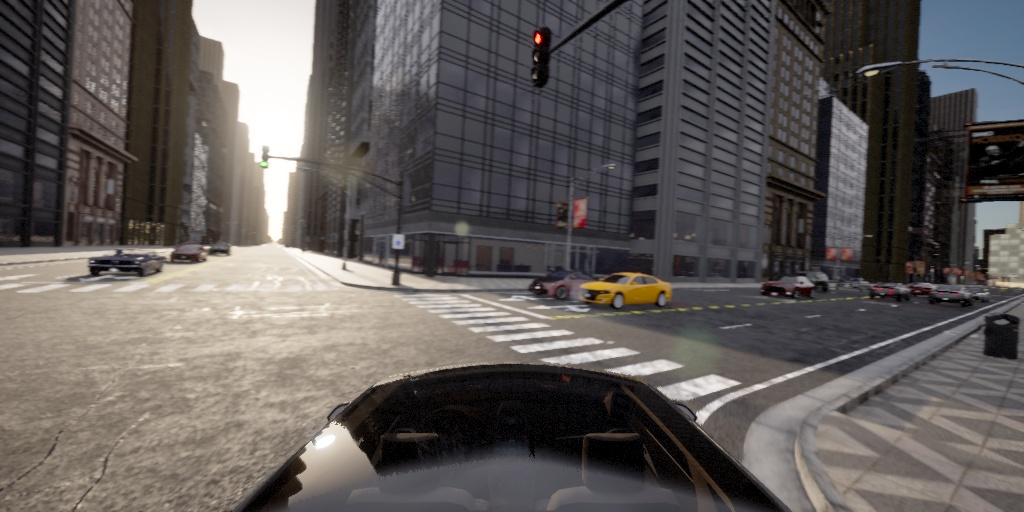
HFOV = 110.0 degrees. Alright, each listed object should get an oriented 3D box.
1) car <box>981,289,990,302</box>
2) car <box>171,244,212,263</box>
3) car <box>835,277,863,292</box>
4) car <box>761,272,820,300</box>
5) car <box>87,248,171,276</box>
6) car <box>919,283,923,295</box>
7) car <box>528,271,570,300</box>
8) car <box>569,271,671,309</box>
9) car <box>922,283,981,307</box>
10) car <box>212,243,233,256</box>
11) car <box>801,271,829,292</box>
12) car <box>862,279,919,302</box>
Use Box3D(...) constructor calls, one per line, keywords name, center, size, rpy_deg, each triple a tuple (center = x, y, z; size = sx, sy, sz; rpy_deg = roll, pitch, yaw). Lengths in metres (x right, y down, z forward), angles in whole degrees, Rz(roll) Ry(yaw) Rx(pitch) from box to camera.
Box3D(name="car", center=(45.430, 3.815, 35.400), size=(4.718, 1.301, 1.895), rpy_deg=(3, 0, -33))
Box3D(name="car", center=(-27.855, -0.287, 31.053), size=(1.882, 1.535, 5.008), rpy_deg=(3, 1, -33))
Box3D(name="car", center=(33.749, 2.753, 35.470), size=(4.181, 1.385, 1.994), rpy_deg=(3, 0, -34))
Box3D(name="car", center=(20.716, 2.231, 26.922), size=(4.553, 1.767, 2.097), rpy_deg=(3, 0, -33))
Box3D(name="car", center=(-19.589, 0.280, 18.440), size=(1.895, 1.301, 4.718), rpy_deg=(3, 0, -33))
Box3D(name="car", center=(43.796, 3.605, 38.210), size=(5.008, 1.535, 1.882), rpy_deg=(3, 0, -33))
Box3D(name="car", center=(2.940, 1.479, 19.029), size=(4.181, 1.385, 1.994), rpy_deg=(3, 0, -34))
Box3D(name="car", center=(5.321, 1.520, 16.701), size=(5.008, 1.535, 1.882), rpy_deg=(3, 0, -34))
Box3D(name="car", center=(34.306, 3.102, 28.002), size=(4.902, 1.511, 2.128), rpy_deg=(3, 0, -33))
Box3D(name="car", center=(-38.882, -0.993, 47.992), size=(2.097, 1.767, 4.553), rpy_deg=(3, 0, -33))
Box3D(name="car", center=(31.085, 2.666, 37.604), size=(5.566, 2.045, 2.150), rpy_deg=(3, 0, -33))
Box3D(name="car", center=(32.307, 2.998, 30.593), size=(4.902, 1.511, 2.128), rpy_deg=(3, 0, -33))
